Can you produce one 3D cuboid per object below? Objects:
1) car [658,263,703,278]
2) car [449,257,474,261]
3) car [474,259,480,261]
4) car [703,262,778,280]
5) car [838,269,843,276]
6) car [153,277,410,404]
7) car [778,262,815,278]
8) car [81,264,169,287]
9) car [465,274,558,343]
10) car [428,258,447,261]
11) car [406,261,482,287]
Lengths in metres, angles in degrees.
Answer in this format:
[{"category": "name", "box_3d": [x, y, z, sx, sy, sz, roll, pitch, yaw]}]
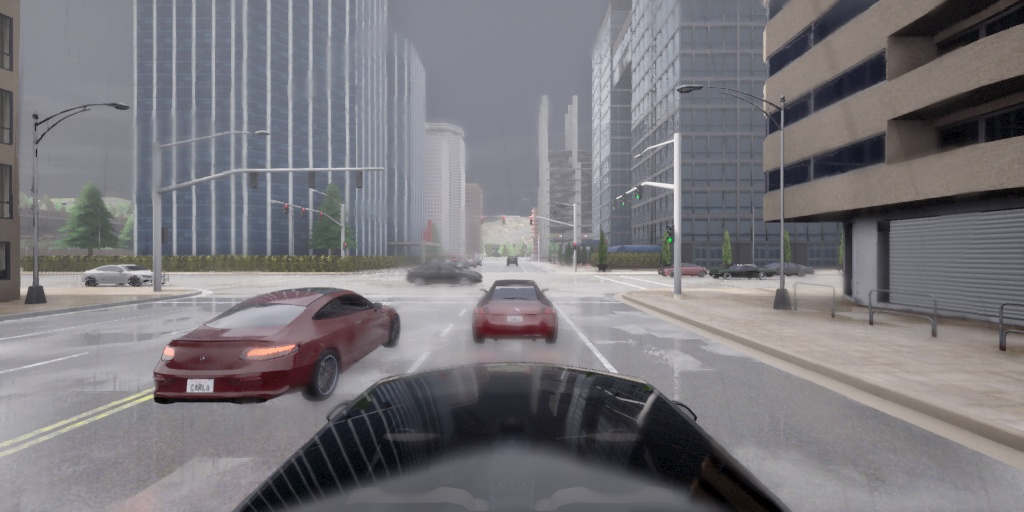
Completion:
[{"category": "car", "box_3d": [16.148, 1.314, 34.047, 4.181, 1.385, 1.994, 0, 0, 1]}, {"category": "car", "box_3d": [-7.071, 1.241, 50.886, 2.128, 1.511, 4.902, 0, 0, 0]}, {"category": "car", "box_3d": [-7.057, 1.275, 60.841, 1.812, 1.442, 4.674, 0, 0, 1]}, {"category": "car", "box_3d": [19.371, 1.351, 30.511, 4.718, 1.301, 1.895, 0, 0, 1]}, {"category": "car", "box_3d": [30.736, 1.351, 30.390, 4.718, 1.301, 1.895, 0, 0, 1]}, {"category": "car", "box_3d": [-3.441, 1.276, 6.280, 1.812, 1.442, 4.674, 0, 0, 0]}, {"category": "car", "box_3d": [25.451, 1.297, 33.948, 5.357, 1.411, 2.033, 0, 0, 1]}, {"category": "car", "box_3d": [-25.641, 1.276, 23.798, 4.674, 1.442, 1.812, 0, 0, 1]}, {"category": "car", "box_3d": [0.079, 1.314, 9.669, 1.994, 1.385, 4.181, 0, 0, 0]}, {"category": "car", "box_3d": [-10.575, 1.102, 48.361, 2.097, 1.767, 4.553, 0, 0, 0]}, {"category": "car", "box_3d": [-4.399, 1.255, 23.556, 4.892, 1.490, 1.837, 0, 0, 1]}]
